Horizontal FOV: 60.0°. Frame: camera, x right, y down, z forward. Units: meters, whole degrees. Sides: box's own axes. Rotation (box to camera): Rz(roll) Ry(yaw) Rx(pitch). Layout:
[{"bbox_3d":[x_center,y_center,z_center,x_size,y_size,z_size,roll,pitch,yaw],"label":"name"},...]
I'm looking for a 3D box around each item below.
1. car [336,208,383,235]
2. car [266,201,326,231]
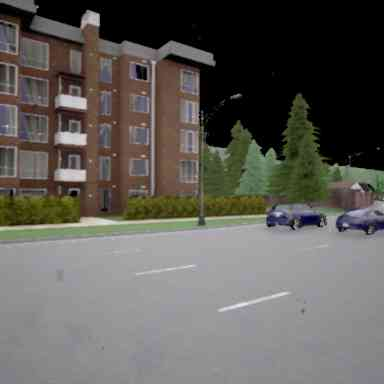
[{"bbox_3d":[10.371,1.679,19.726,4.674,1.442,1.812,1,0,-35],"label":"car"},{"bbox_3d":[7.012,1.495,22.199,4.553,1.767,2.097,1,0,-40],"label":"car"}]
